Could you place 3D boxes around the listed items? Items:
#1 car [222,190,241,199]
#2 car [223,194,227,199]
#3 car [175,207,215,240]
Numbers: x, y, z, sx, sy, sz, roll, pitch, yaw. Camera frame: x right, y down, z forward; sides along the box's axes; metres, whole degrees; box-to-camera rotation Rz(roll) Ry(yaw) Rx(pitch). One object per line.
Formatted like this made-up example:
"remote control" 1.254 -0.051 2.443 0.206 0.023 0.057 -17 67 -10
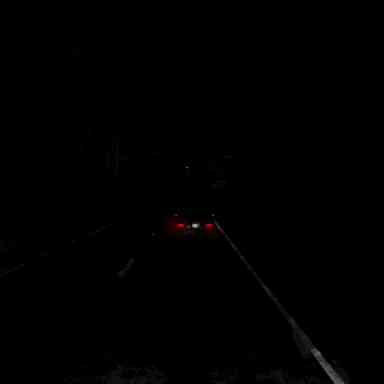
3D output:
"car" 8.564 0.617 71.814 3.866 1.878 1.905 0 0 0
"car" 8.974 0.633 69.303 4.605 1.855 1.932 0 0 0
"car" 0.130 1.427 16.261 2.033 1.411 5.357 0 0 0
